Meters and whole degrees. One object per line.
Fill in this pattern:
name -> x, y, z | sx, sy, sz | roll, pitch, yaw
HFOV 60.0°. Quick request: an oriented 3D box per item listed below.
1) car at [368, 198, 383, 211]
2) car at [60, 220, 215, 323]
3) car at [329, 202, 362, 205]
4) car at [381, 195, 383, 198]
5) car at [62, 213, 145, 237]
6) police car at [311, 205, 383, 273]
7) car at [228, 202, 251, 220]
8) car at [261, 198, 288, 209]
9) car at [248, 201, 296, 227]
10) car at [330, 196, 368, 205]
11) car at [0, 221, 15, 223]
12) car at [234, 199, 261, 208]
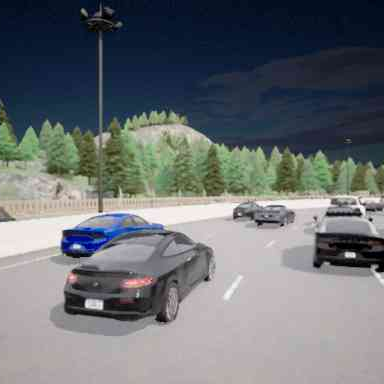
car -> 21.194, 1.689, 39.472 | 1.994, 1.385, 4.181 | 0, 0, 43
car -> -0.816, 1.557, 7.291 | 1.812, 1.442, 4.674 | 0, 0, 17
car -> 8.536, 1.569, 19.035 | 1.837, 1.490, 4.892 | 0, 0, 26
car -> 28.258, 1.364, 46.647 | 5.566, 2.045, 2.150 | 0, 0, -40
car -> -2.709, 1.534, 12.578 | 1.882, 1.535, 5.008 | 0, 0, 20
police car -> 5.094, 1.463, 11.188 | 1.930, 1.638, 5.238 | 0, 0, 21
car -> 5.052, 1.635, 28.931 | 1.812, 1.442, 4.674 | 0, 0, 31
car -> 12.601, 1.711, 50.677 | 1.812, 1.442, 4.674 | 0, 0, 44
car -> 6.035, 1.634, 23.721 | 2.033, 1.411, 5.357 | 0, 0, 29
car -> 11.012, 1.302, 23.654 | 2.150, 2.045, 5.566 | 0, 0, 30
car -> -9.790, 1.426, 14.060 | 2.097, 1.767, 4.553 | 0, 0, 20
car -> 8.711, 1.796, 51.646 | 1.895, 1.301, 4.718 | 0, 0, 43
